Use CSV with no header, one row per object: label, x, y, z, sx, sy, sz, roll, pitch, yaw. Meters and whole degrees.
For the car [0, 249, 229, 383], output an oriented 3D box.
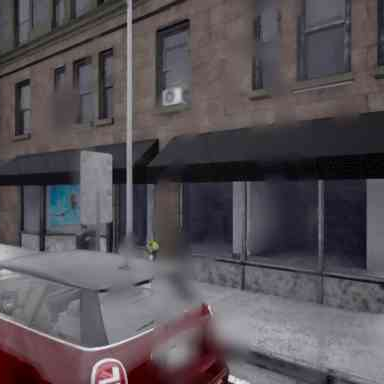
car,-1.699,1.439,4.025,4.097,1.590,1.967,0,0,36
